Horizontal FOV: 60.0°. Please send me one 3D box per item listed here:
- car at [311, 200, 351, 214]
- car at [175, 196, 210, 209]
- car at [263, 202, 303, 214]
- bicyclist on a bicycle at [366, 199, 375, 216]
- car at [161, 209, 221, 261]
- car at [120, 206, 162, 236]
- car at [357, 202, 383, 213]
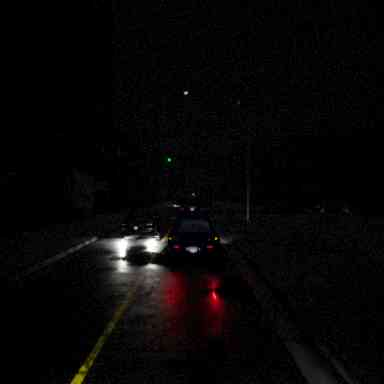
[{"bbox_3d":[15.825,1.671,38.099,4.097,1.590,1.967,0,0,0],"label":"car"},{"bbox_3d":[0.234,1.382,26.794,2.150,2.045,5.566,0,-1,5],"label":"car"},{"bbox_3d":[10.361,1.781,38.101,4.507,1.381,1.887,0,0,0],"label":"car"},{"bbox_3d":[17.372,1.500,32.454,0.582,1.620,1.656,0,-1,0],"label":"bicyclist on a bicycle"},{"bbox_3d":[0.053,1.592,12.495,1.812,1.442,4.674,0,0,0],"label":"car"},{"bbox_3d":[-2.826,1.613,19.223,1.837,1.490,4.892,0,-1,0],"label":"car"},{"bbox_3d":[21.290,1.770,38.093,4.507,1.381,1.887,0,0,0],"label":"car"}]
